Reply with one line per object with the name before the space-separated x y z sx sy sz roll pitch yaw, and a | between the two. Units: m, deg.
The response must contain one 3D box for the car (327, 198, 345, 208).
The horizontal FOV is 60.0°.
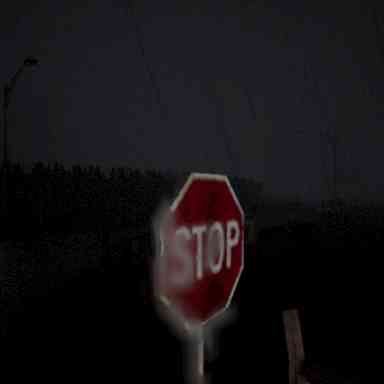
car | 20.802 1.509 47.639 2.033 1.411 5.357 0 0 34
